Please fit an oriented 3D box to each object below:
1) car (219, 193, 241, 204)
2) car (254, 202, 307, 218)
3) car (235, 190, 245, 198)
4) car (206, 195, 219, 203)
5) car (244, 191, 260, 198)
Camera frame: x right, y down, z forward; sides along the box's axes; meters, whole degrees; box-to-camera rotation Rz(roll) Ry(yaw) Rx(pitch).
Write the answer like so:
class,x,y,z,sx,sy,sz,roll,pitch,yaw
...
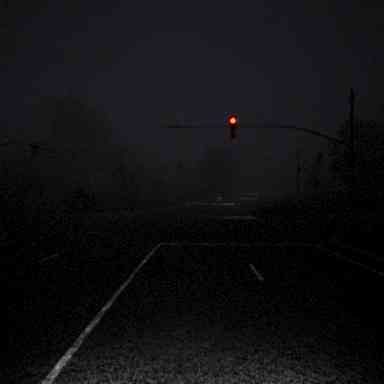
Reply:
class,x,y,z,sx,sy,sz,roll,pitch,yaw
car,7.341,1.435,63.603,1.994,1.385,4.181,0,2,24
car,8.542,1.752,32.465,5.008,1.535,1.882,0,0,3
car,11.474,0.425,79.125,2.097,1.767,4.553,0,3,30
car,4.262,1.375,65.249,1.837,1.490,4.892,0,2,23
car,14.423,0.587,77.237,1.812,1.442,4.674,0,3,30
